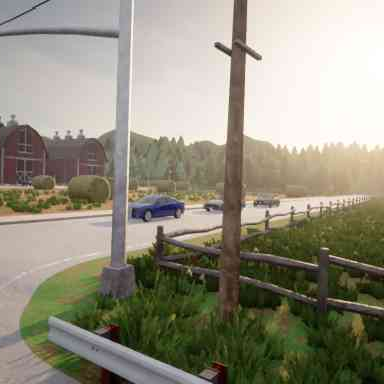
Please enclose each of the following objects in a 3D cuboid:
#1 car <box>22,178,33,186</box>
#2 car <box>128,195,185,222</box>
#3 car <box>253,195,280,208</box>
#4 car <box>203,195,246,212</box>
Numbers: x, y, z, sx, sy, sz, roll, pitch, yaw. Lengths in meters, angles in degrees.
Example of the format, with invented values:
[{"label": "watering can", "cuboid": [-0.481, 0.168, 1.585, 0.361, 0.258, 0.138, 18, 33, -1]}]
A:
[{"label": "car", "cuboid": [-38.961, -2.351, 79.378, 1.905, 1.878, 3.866, 8, 2, -13]}, {"label": "car", "cuboid": [-2.413, 0.939, 21.219, 1.882, 1.535, 5.008, 3, 2, 33]}, {"label": "car", "cuboid": [8.542, 0.992, 37.836, 1.994, 1.385, 4.181, 3, 2, 33]}, {"label": "car", "cuboid": [3.026, 0.992, 29.481, 2.033, 1.411, 5.357, 3, 2, 33]}]
